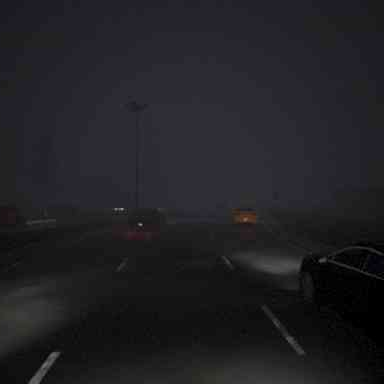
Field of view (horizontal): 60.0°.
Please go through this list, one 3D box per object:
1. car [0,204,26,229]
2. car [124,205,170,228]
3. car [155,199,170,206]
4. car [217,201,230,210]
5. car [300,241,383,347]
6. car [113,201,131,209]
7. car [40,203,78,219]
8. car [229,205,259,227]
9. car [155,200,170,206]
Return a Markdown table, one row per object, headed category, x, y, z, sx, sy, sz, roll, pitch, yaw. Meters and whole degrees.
| category | x | y | z | sx | sy | sz | roll | pitch | yaw |
| --- | --- | --- | --- | --- | --- | --- | --- | --- | --- |
| car | -12.932 | 1.623 | 21.158 | 2.097 | 1.767 | 4.553 | 0 | -1 | 17 |
| car | -3.166 | 1.893 | 24.497 | 1.895 | 1.301 | 4.718 | 0 | -1 | 7 |
| car | -6.502 | 2.413 | 74.906 | 2.033 | 1.411 | 5.357 | 0 | -1 | 10 |
| car | 5.028 | 2.153 | 52.718 | 2.033 | 1.411 | 5.357 | 0 | -1 | 10 |
| car | 3.350 | 1.550 | 5.407 | 2.128 | 1.511 | 4.902 | 0 | -1 | -3 |
| car | -12.625 | 2.288 | 60.231 | 1.994 | 1.385 | 4.181 | 0 | -1 | 10 |
| car | -13.578 | 1.915 | 34.202 | 2.128 | 1.511 | 4.902 | 0 | -1 | 10 |
| car | 4.018 | 1.765 | 25.231 | 1.882 | 1.535 | 5.008 | 0 | -1 | 8 |
| car | -5.398 | 2.198 | 60.952 | 1.882 | 1.535 | 5.008 | 0 | -1 | 10 |
